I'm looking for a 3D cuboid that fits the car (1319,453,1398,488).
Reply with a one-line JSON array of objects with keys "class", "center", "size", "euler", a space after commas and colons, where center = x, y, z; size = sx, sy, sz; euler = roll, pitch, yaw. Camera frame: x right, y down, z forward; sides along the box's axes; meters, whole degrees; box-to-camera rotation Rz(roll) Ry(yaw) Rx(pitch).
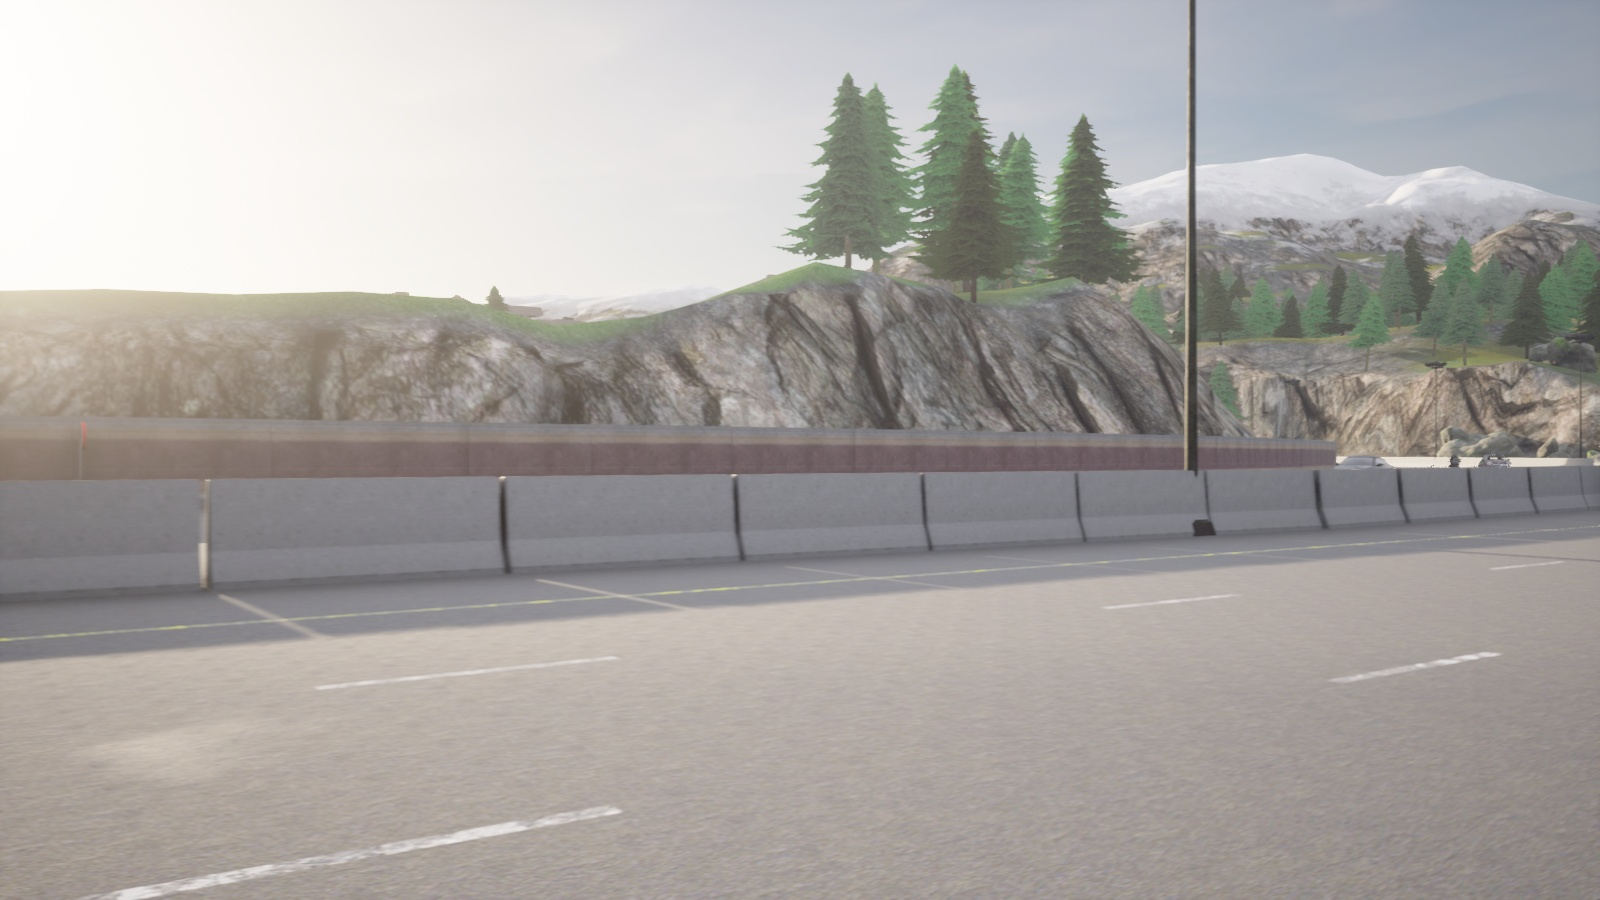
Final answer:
[{"class": "car", "center": [24.495, 0.853, 54.997], "size": [1.812, 1.442, 4.674], "euler": [0, 0, 42]}]
